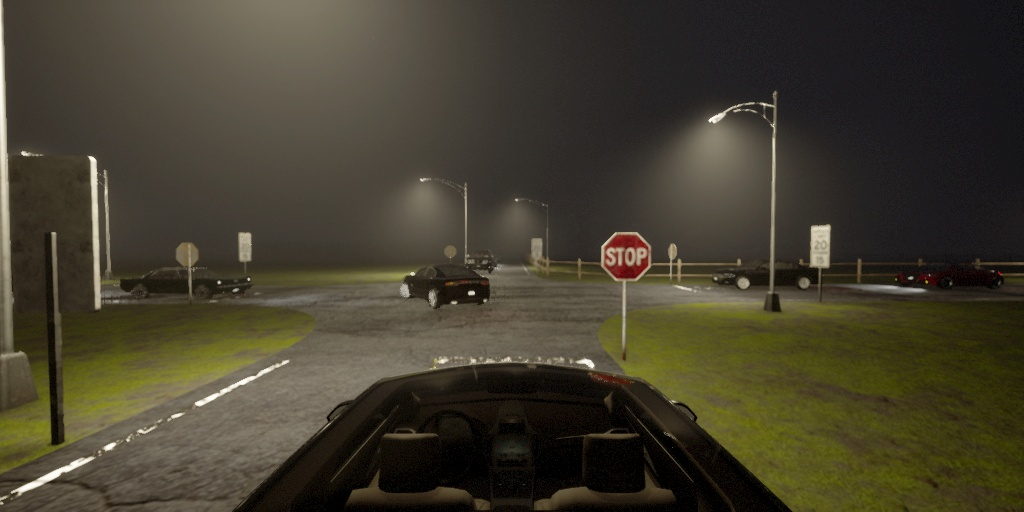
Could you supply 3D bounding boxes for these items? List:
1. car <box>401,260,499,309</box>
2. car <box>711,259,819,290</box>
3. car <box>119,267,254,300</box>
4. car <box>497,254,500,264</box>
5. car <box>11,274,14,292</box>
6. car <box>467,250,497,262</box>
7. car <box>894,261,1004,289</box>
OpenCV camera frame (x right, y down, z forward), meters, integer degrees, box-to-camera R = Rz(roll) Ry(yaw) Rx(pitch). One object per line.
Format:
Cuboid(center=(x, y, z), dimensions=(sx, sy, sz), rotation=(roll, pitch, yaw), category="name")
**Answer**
Cuboid(center=(-2.749, 1.043, 13.995), dimensions=(1.882, 1.535, 5.008), rotation=(1, 1, -34), category="car")
Cuboid(center=(13.232, 0.915, 18.909), dimensions=(5.008, 1.535, 1.882), rotation=(0, 2, 0), category="car")
Cuboid(center=(-14.050, 1.148, 15.655), dimensions=(4.718, 1.301, 1.895), rotation=(0, 2, 6), category="car")
Cuboid(center=(-2.769, 0.629, 42.931), dimensions=(1.994, 1.385, 4.181), rotation=(0, 1, 0), category="car")
Cuboid(center=(-26.203, 1.148, 17.219), dimensions=(4.718, 1.301, 1.895), rotation=(0, 1, 11), category="car")
Cuboid(center=(-2.808, 0.452, 32.919), dimensions=(2.150, 2.045, 5.566), rotation=(0, 1, 1), category="car")
Cuboid(center=(23.221, 0.991, 19.147), dimensions=(4.181, 1.385, 1.994), rotation=(0, 2, -1), category="car")
